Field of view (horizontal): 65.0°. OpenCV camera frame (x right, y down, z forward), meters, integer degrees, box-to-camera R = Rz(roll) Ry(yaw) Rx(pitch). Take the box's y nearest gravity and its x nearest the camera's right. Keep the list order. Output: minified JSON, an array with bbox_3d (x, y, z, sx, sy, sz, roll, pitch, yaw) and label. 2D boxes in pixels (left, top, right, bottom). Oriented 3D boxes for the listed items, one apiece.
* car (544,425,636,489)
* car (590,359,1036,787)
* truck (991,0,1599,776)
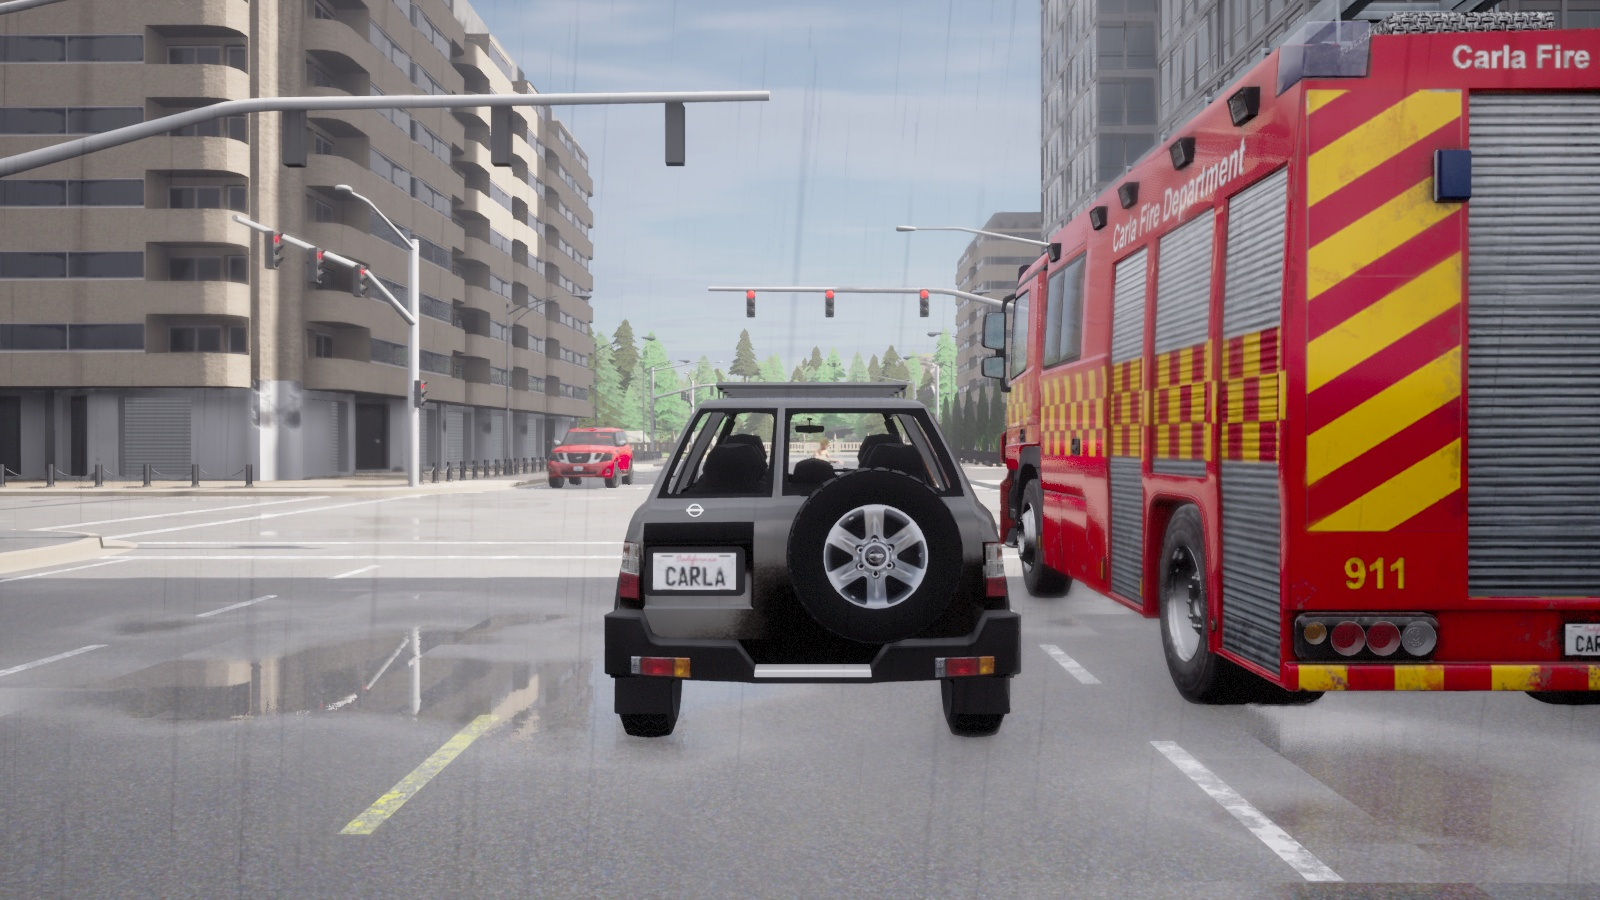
[{"bbox_3d":[-7.068,0.218,42.887,2.150,2.045,5.566,0,0,1],"label":"car"},{"bbox_3d":[0.061,0.520,7.741,1.932,1.855,4.605,0,0,0],"label":"car"},{"bbox_3d":[3.573,-0.471,9.880,2.891,3.827,8.468,0,0,0],"label":"truck"}]
